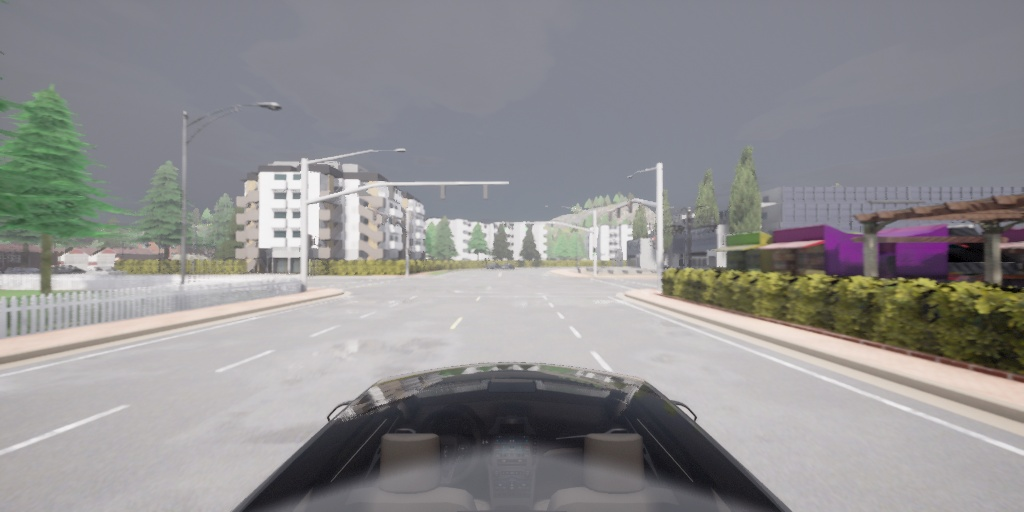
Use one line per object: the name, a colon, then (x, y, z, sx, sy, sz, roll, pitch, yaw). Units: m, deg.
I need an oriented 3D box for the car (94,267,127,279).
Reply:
car: (-44.460, 1.831, 38.442, 4.718, 1.301, 1.895, 0, -1, 1)

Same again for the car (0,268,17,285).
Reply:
car: (-42.259, 1.599, 27.858, 4.892, 1.490, 1.837, -1, -1, 2)

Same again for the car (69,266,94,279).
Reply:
car: (-44.517, 1.689, 34.944, 4.892, 1.490, 1.837, 0, -1, 1)

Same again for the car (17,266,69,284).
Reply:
car: (-42.239, 1.702, 31.356, 4.181, 1.385, 1.994, 0, -1, 2)
